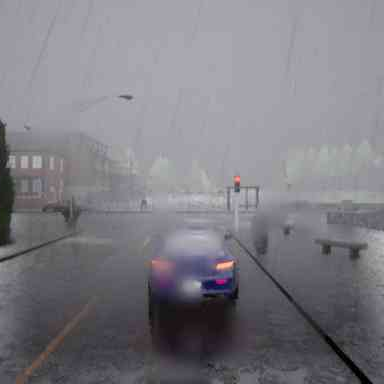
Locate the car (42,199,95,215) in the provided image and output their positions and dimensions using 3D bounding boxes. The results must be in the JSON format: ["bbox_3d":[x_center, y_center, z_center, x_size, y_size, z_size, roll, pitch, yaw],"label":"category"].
[{"bbox_3d":[-11.945,1.427,32.189,4.902,1.511,2.128,0,0,3],"label":"car"}]

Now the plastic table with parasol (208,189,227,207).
[{"bbox_3d":[3.585,0.832,47.297,2.482,2.480,2.482,0,0,0],"label":"plastic table with parasol"}]

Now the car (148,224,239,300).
[{"bbox_3d":[0.041,1.509,8.224,1.812,1.442,4.674,0,0,1],"label":"car"}]

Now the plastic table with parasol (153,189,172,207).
[{"bbox_3d":[-4.235,0.830,48.048,2.482,2.480,2.482,0,0,0],"label":"plastic table with parasol"}]
